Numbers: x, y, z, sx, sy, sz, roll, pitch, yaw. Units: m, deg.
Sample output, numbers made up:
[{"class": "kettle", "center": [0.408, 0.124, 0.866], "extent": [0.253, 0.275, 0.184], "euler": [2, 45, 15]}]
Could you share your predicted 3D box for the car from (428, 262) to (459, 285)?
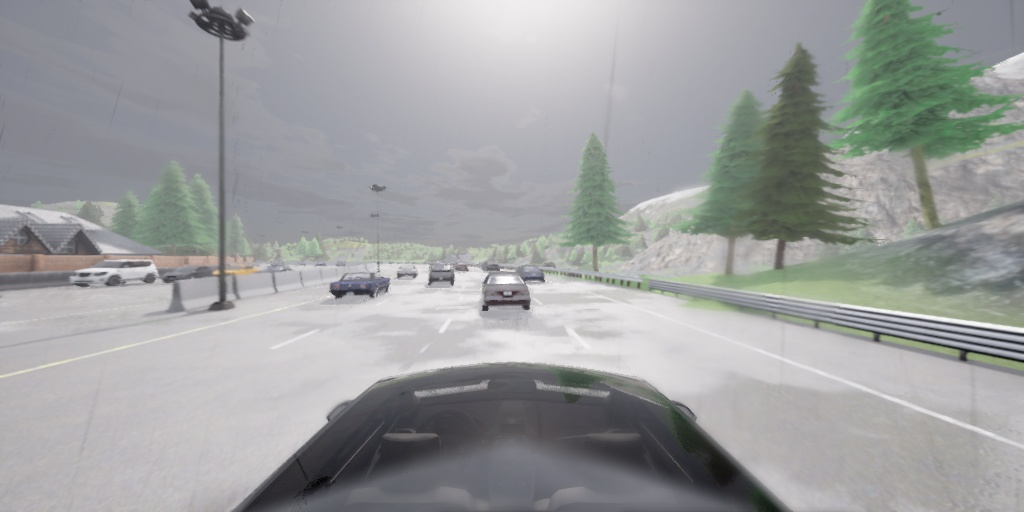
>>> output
[{"class": "car", "center": [-5.409, 1.394, 27.715], "extent": [2.128, 1.511, 4.902], "euler": [0, 0, -9]}]

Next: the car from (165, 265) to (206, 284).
[{"class": "car", "center": [-27.585, 1.570, 30.902], "extent": [1.837, 1.490, 4.892], "euler": [0, -1, -12]}]

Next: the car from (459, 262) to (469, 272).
[{"class": "car", "center": [-7.610, 1.552, 52.615], "extent": [1.812, 1.442, 4.674], "euler": [0, 0, -18]}]

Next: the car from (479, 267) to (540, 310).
[{"class": "car", "center": [-0.375, 1.359, 15.012], "extent": [2.033, 1.411, 5.357], "euler": [0, 0, -5]}]

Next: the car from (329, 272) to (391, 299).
[{"class": "car", "center": [-7.799, 1.480, 18.972], "extent": [1.895, 1.301, 4.718], "euler": [0, 0, -6]}]

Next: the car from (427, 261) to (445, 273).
[{"class": "car", "center": [-10.933, 1.536, 51.443], "extent": [2.128, 1.511, 4.902], "euler": [0, 0, -18]}]

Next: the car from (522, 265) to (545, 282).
[{"class": "car", "center": [1.354, 1.430, 29.965], "extent": [1.994, 1.385, 4.181], "euler": [0, 0, -10]}]

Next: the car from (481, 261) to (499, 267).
[{"class": "car", "center": [-3.085, 1.490, 49.748], "extent": [1.837, 1.490, 4.892], "euler": [1, 0, -17]}]

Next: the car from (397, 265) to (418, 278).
[{"class": "car", "center": [-10.698, 1.579, 36.924], "extent": [1.895, 1.301, 4.718], "euler": [0, 0, -13]}]

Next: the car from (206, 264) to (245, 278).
[{"class": "car", "center": [-24.176, 1.523, 31.709], "extent": [1.882, 1.535, 5.008], "euler": [0, 0, -12]}]

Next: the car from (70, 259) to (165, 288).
[{"class": "car", "center": [-30.537, 1.292, 27.850], "extent": [2.150, 2.045, 5.566], "euler": [0, 0, -10]}]

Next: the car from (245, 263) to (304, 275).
[{"class": "car", "center": [-20.486, 1.566, 31.224], "extent": [2.033, 1.411, 5.357], "euler": [0, 0, -11]}]
